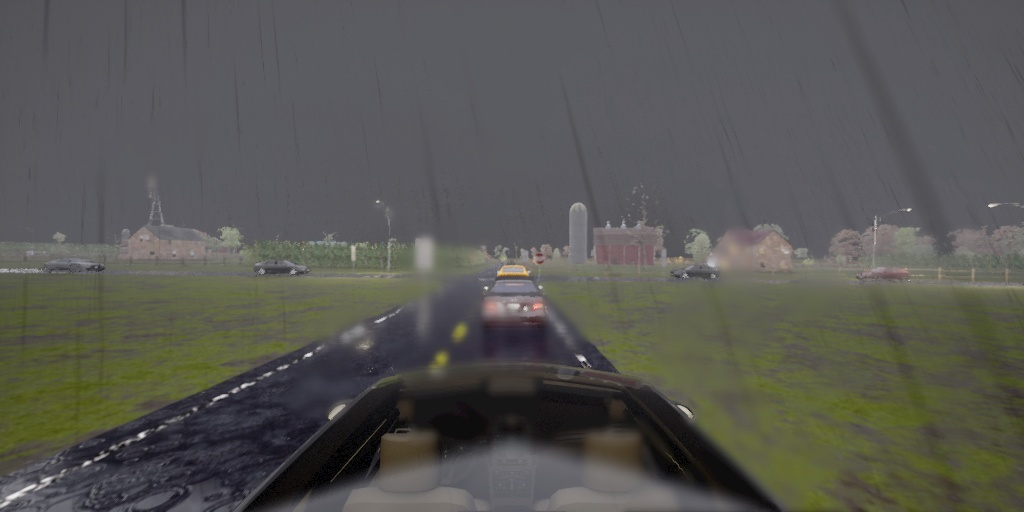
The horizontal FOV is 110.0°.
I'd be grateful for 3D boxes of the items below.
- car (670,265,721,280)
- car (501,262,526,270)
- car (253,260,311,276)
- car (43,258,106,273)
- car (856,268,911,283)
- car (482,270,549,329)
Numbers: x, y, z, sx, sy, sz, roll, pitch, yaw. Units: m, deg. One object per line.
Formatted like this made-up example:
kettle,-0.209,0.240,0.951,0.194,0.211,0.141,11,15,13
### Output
car,19.007,1.679,37.216,4.892,1.490,1.837,1,0,0
car,0.099,1.308,21.454,1.882,1.535,5.008,0,0,1
car,-21.736,1.114,34.036,4.892,1.490,1.837,1,0,0
car,-41.369,0.877,33.942,4.181,1.385,1.994,1,0,0
car,38.645,1.963,37.309,4.674,1.442,1.812,1,0,0
car,0.076,1.334,11.421,2.033,1.411,5.357,0,0,0
